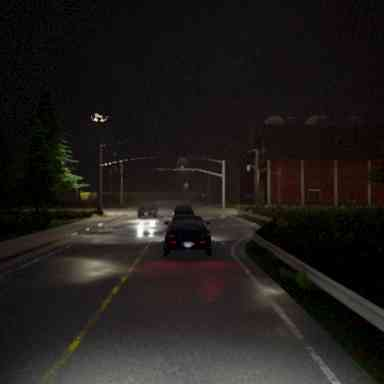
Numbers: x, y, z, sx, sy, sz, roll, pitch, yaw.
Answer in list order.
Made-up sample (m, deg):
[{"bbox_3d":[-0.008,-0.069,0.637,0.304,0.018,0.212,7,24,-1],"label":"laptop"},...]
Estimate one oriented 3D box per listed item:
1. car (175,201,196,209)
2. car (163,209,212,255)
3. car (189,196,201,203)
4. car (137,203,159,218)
[{"bbox_3d":[-0.722,1.820,28.549,1.837,1.490,4.892,0,0,-2],"label":"car"},{"bbox_3d":[-0.191,1.679,13.924,1.812,1.442,4.674,0,0,-1],"label":"car"},{"bbox_3d":[0.871,2.181,95.058,1.905,1.878,3.866,-7,3,-45],"label":"car"},{"bbox_3d":[-4.486,1.868,34.323,2.128,1.511,4.902,0,-1,-2],"label":"car"}]
